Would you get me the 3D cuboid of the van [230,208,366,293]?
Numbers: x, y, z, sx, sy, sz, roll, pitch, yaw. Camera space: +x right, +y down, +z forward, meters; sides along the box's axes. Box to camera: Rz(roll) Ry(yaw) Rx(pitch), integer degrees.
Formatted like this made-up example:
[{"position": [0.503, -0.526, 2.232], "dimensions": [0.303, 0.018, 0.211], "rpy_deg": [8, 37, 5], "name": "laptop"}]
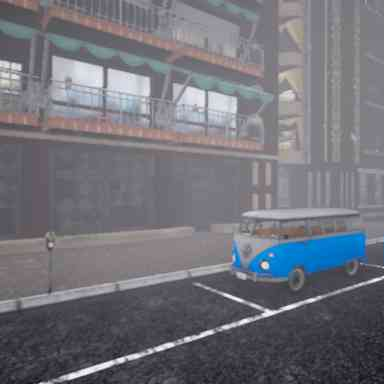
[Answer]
[{"position": [2.810, 1.325, 8.559], "dimensions": [3.998, 1.788, 1.690], "rpy_deg": [0, 0, -36], "name": "van"}]
